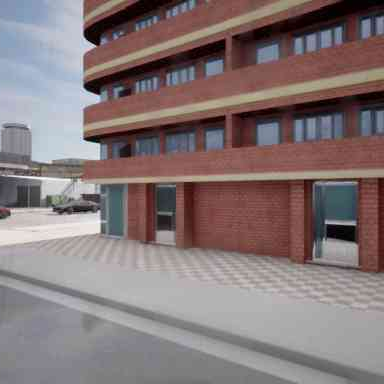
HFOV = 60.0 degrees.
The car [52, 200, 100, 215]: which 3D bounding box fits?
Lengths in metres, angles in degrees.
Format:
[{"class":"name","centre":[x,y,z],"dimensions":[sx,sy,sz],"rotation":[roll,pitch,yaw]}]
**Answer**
[{"class":"car","centre":[-11.730,1.547,34.630],"dimensions":[2.033,1.411,5.357],"rotation":[0,0,34]}]

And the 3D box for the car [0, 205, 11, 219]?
[{"class":"car","centre":[-17.040,1.564,26.903],"dimensions":[1.994,1.385,4.181],"rotation":[0,0,34]}]
